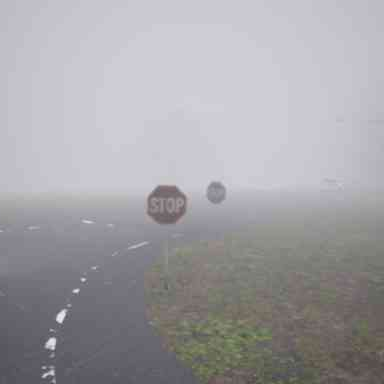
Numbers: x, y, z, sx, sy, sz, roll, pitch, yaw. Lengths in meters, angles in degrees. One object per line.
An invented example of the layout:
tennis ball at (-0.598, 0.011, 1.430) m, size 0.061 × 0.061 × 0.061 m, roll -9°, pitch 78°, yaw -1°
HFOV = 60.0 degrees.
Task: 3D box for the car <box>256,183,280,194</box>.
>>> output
car at (10.241, -0.495, 44.276) m, size 1.812 × 1.442 × 4.674 m, roll 2°, pitch 5°, yaw 36°

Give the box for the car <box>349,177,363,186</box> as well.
car at (38.305, -2.160, 76.815) m, size 1.882 × 1.535 × 5.008 m, roll 2°, pitch 3°, yaw 34°

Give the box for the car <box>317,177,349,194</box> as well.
car at (18.942, -0.854, 44.400) m, size 2.150 × 2.045 × 5.566 m, roll 2°, pitch 4°, yaw 35°
